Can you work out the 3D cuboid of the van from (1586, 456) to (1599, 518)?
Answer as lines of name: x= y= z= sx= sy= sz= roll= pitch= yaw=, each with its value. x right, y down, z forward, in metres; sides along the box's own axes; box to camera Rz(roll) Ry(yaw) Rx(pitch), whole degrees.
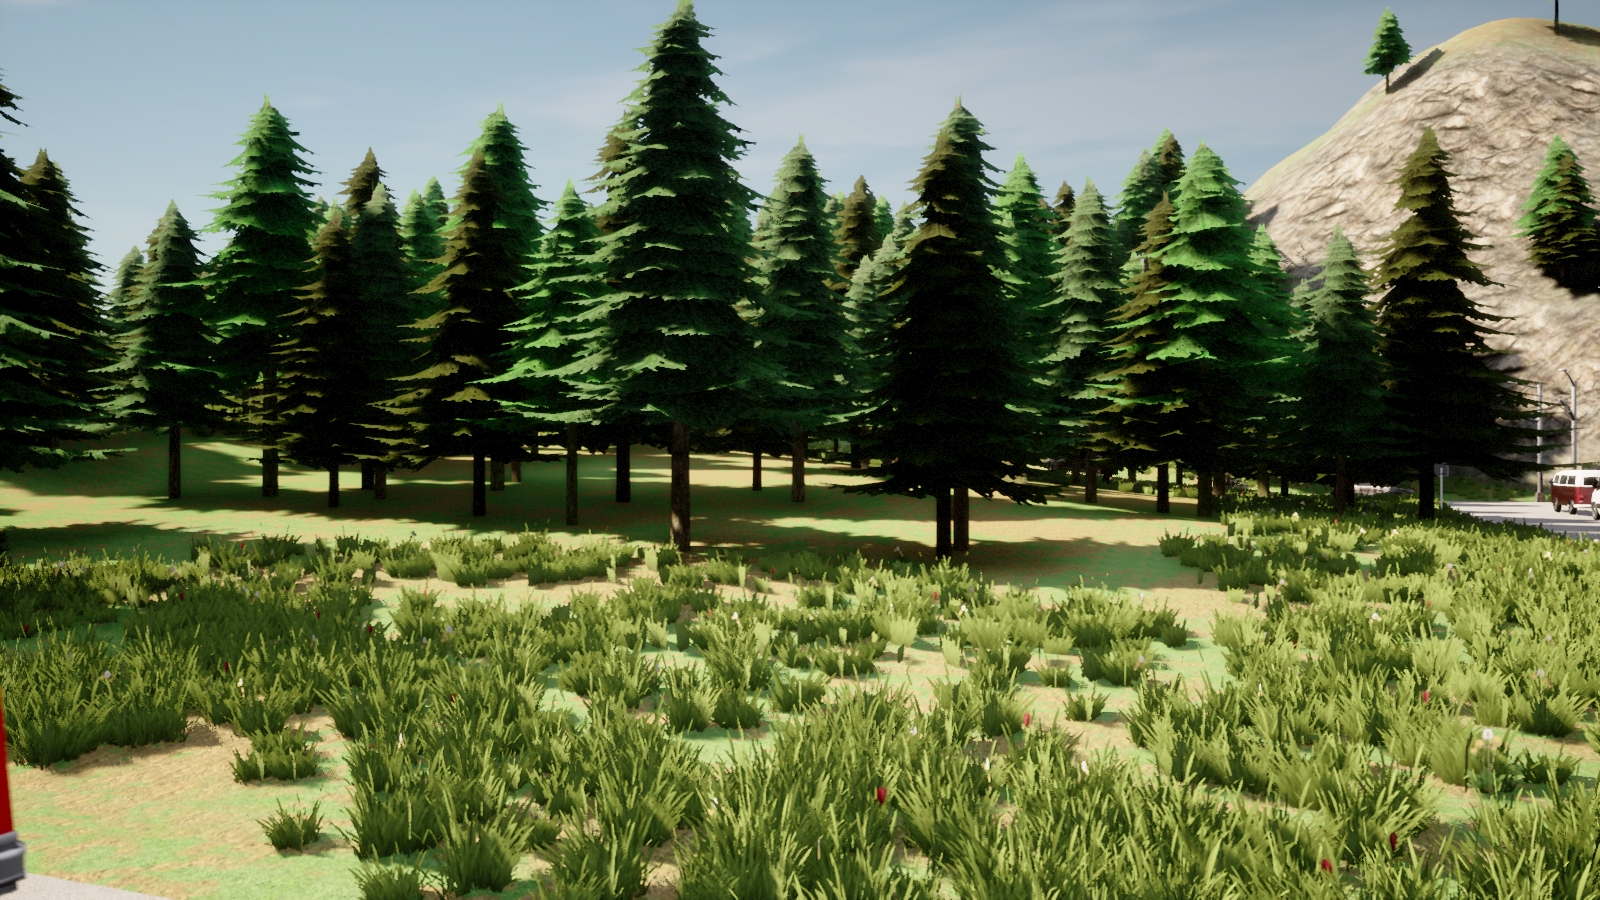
van: x=33.708 y=1.537 z=45.983 sx=1.988 sy=2.561 sz=5.915 roll=0 pitch=0 yaw=20

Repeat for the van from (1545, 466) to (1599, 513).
van: x=36.141 y=1.786 z=52.648 sx=2.069 sy=2.038 sz=4.480 roll=0 pitch=0 yaw=20

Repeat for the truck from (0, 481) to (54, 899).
truck: x=-6.961 y=1.420 z=5.863 sx=5.204 sy=2.467 sz=2.627 roll=0 pitch=0 yaw=20
